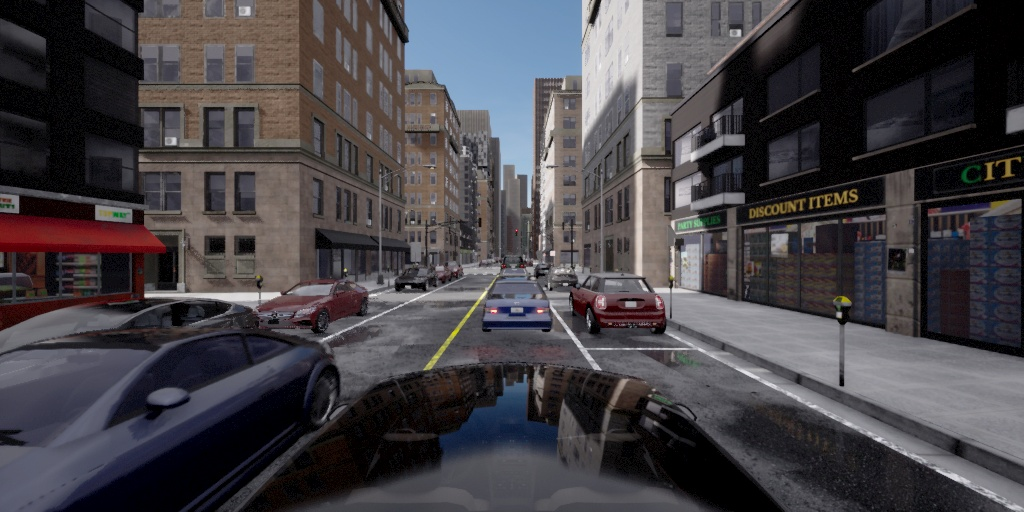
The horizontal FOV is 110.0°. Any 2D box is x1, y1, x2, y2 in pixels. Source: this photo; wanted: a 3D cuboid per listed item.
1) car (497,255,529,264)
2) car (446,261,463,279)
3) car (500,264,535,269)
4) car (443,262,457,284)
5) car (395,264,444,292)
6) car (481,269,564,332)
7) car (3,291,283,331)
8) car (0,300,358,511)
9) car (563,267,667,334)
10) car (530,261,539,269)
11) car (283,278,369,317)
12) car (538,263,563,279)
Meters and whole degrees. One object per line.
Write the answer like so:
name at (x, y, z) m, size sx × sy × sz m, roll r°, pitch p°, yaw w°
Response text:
car at (0.081, 0.975, 31.340) m, size 2.150 × 2.045 × 5.566 m, roll 0°, pitch 0°, yaw -1°
car at (-5.593, 1.193, 32.614) m, size 1.967 × 1.591 × 4.097 m, roll 0°, pitch 0°, yaw 0°
car at (0.146, 1.352, 21.308) m, size 1.895 × 1.301 × 4.718 m, roll 0°, pitch 0°, yaw 0°
car at (-5.608, 1.334, 27.113) m, size 1.802 × 1.307 × 4.207 m, roll 0°, pitch 0°, yaw 0°
car at (-5.622, 1.317, 21.611) m, size 1.948 × 1.339 × 4.313 m, roll 0°, pitch 0°, yaw 0°
car at (0.122, 1.297, 10.802) m, size 2.033 × 1.411 × 5.357 m, roll 0°, pitch 0°, yaw 0°
car at (-5.664, 1.315, 5.108) m, size 1.948 × 1.339 × 4.313 m, roll 0°, pitch 0°, yaw 0°
car at (-3.102, 1.314, 2.733) m, size 1.994 × 1.385 × 4.181 m, roll 0°, pitch 0°, yaw 0°
car at (2.876, 1.190, 10.587) m, size 1.967 × 1.591 × 4.097 m, roll 0°, pitch 0°, yaw 0°
car at (2.932, 1.319, 32.592) m, size 1.948 × 1.339 × 4.313 m, roll 0°, pitch 0°, yaw 0°
car at (-5.650, 1.332, 10.609) m, size 1.802 × 1.307 × 4.207 m, roll 0°, pitch 0°, yaw 0°
car at (2.904, 1.301, 21.590) m, size 2.007 × 1.370 × 4.403 m, roll 0°, pitch 0°, yaw 0°
